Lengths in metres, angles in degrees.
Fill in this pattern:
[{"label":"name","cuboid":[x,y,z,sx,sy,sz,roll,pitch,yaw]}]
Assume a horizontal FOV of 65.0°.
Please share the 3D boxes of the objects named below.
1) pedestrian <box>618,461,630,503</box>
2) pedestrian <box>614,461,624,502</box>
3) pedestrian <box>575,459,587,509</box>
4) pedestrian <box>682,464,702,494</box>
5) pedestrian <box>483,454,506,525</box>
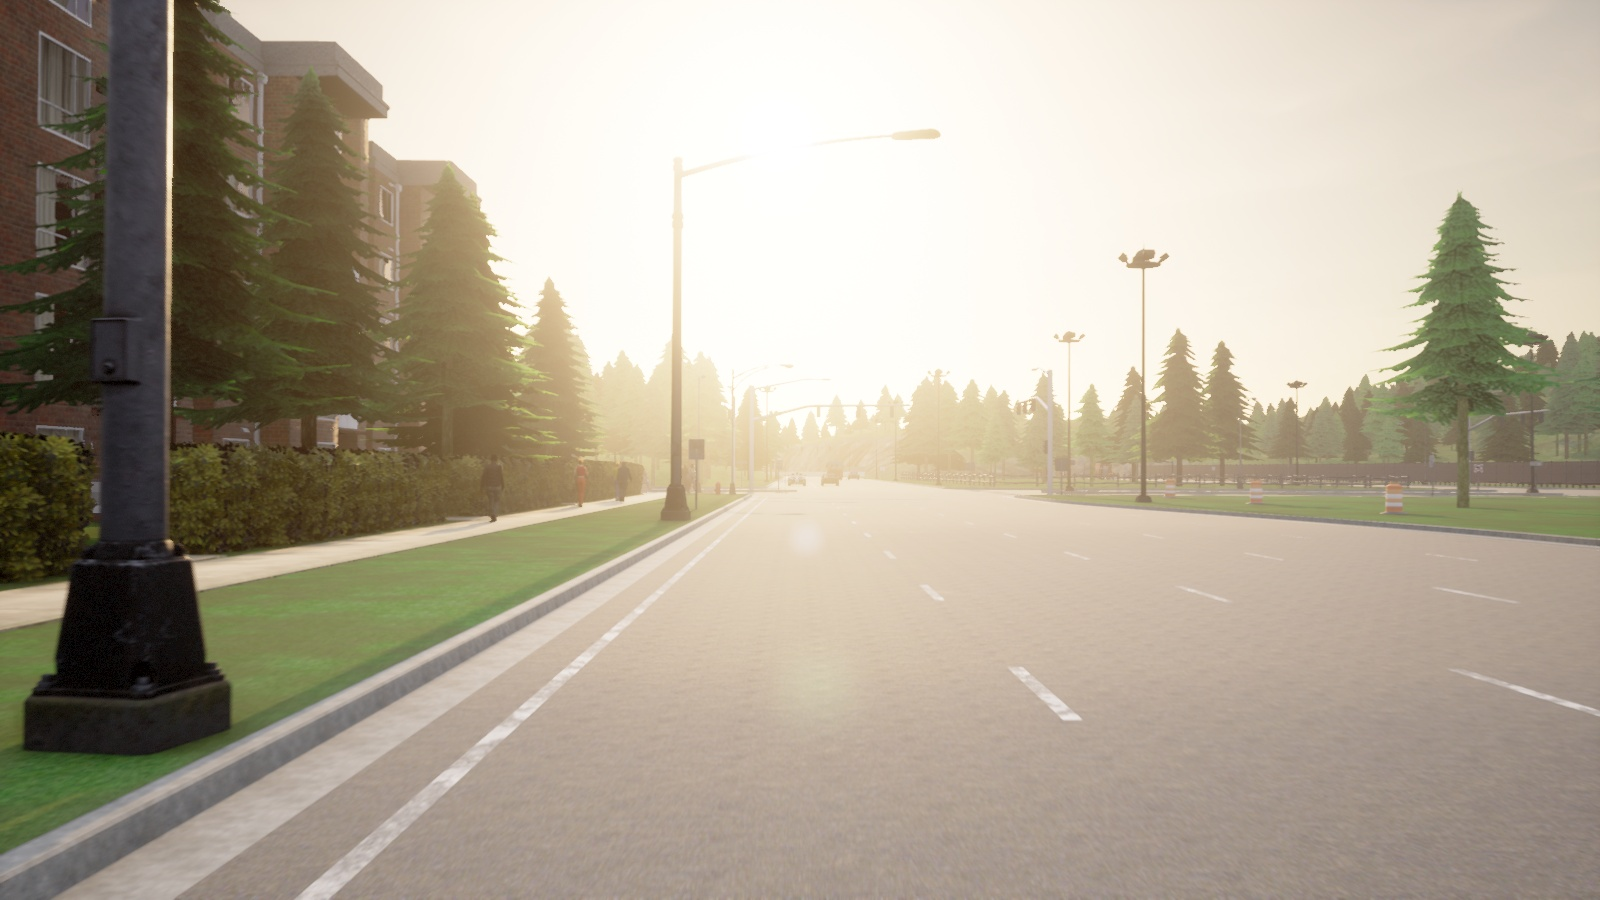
[{"label":"pedestrian","cuboid":[-7.670,1.390,54.729,0.402,1.842,0.726,0,-1,0]},{"label":"pedestrian","cuboid":[-8.183,1.426,56.725,0.354,1.836,0.706,0,-1,-1]},{"label":"pedestrian","cuboid":[-8.186,1.264,47.038,0.345,1.836,0.594,0,-1,0]},{"label":"pedestrian","cuboid":[-6.640,1.777,77.460,0.900,1.855,0.874,-1,-1,25]},{"label":"pedestrian","cuboid":[-8.043,1.029,33.057,0.431,1.840,0.703,0,-1,1]}]
